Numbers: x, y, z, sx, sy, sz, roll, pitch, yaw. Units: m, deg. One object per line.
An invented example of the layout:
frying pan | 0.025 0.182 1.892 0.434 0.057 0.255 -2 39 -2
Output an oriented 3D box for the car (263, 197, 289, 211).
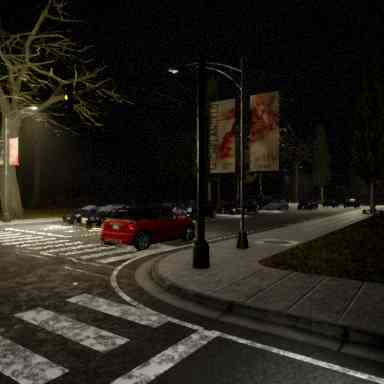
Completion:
car | 11.821 1.773 45.694 1.812 1.442 4.674 0 0 36

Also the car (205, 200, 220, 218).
car | 0.215 1.473 29.277 2.097 1.767 4.553 0 0 35

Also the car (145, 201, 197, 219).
car | -1.915 1.667 31.887 2.033 1.411 5.357 0 0 35

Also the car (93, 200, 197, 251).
car | -1.772 1.420 14.823 2.097 1.767 4.553 0 0 35

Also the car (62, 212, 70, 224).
car | -7.245 1.637 24.341 1.994 1.385 4.181 0 0 36

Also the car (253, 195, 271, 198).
car | 9.898 1.473 48.600 2.150 2.045 5.566 0 0 38

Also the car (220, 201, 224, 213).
car | 3.814 1.777 40.035 1.895 1.301 4.718 0 0 35

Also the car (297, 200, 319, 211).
car | 15.935 1.798 45.616 1.812 1.442 4.674 0 -1 35

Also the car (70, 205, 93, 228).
car | -5.035 1.567 21.821 2.128 1.511 4.902 0 0 35

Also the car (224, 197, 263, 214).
car | 5.870 1.681 37.303 1.837 1.490 4.892 0 0 35

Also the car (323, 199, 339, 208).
car | 23.486 1.917 56.362 1.812 1.442 4.674 0 -1 35

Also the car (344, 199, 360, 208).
car | 26.374 1.892 54.807 2.128 1.511 4.902 0 -1 35
